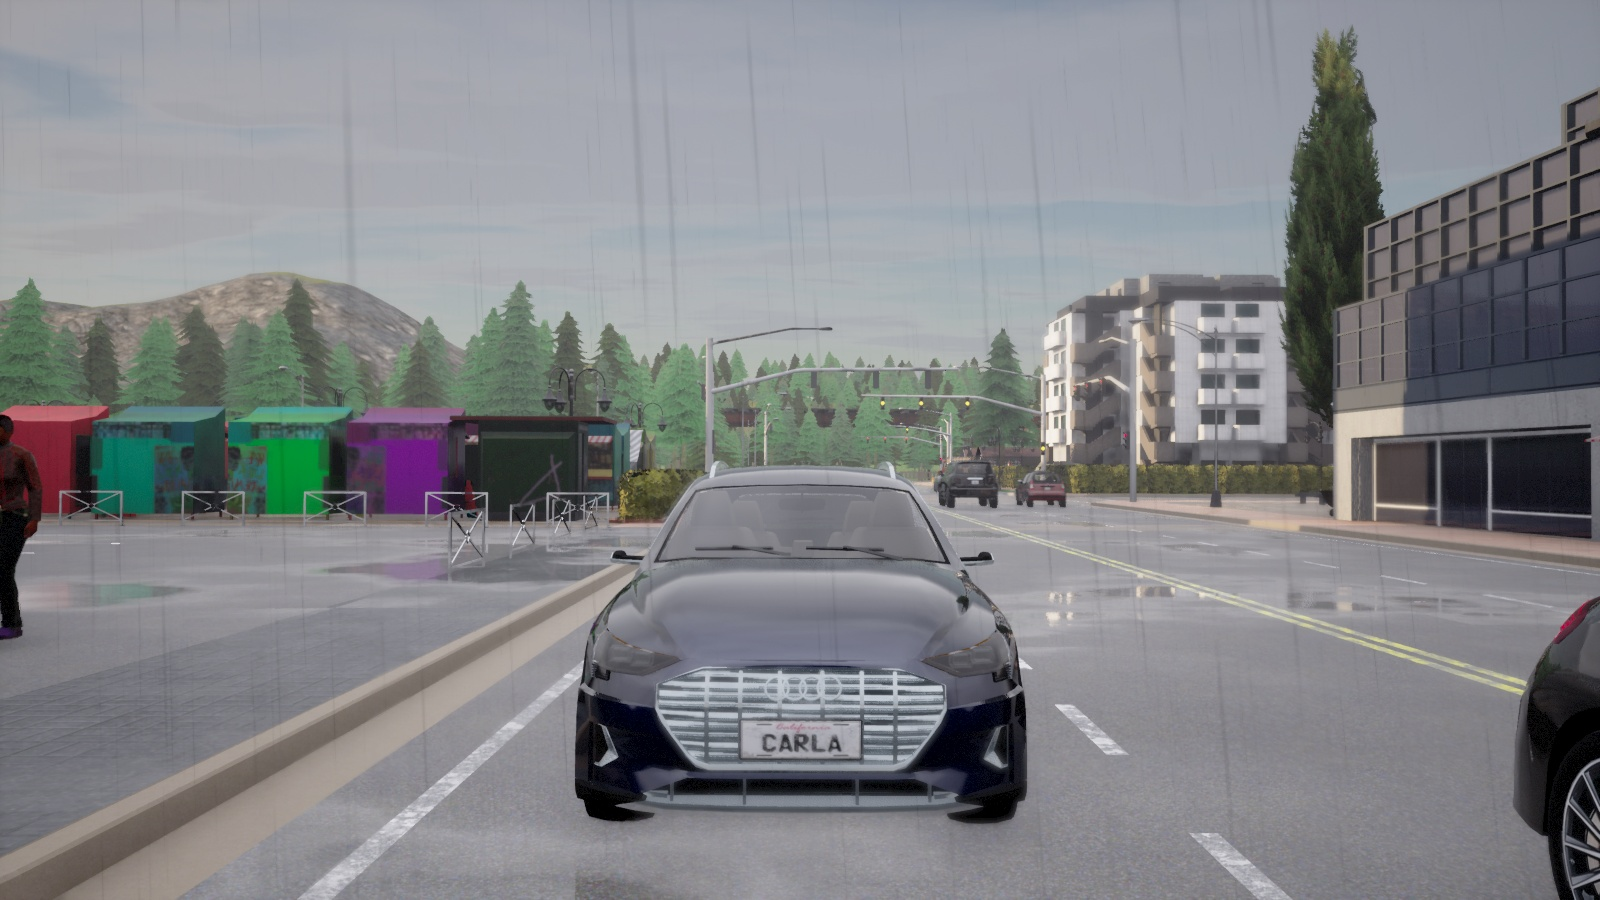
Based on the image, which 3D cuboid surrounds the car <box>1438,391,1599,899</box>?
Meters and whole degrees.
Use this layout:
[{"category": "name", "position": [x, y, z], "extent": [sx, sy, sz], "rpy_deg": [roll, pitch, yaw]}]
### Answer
[{"category": "car", "position": [3.494, 0.617, 2.241], "extent": [2.152, 1.651, 5.027], "rpy_deg": [0, -1, 0]}]

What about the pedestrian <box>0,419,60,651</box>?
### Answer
[{"category": "pedestrian", "position": [-6.376, 0.667, 10.087], "extent": [0.328, 1.805, 0.869], "rpy_deg": [0, -1, 1]}]

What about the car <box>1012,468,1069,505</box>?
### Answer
[{"category": "car", "position": [10.924, 1.628, 57.221], "extent": [1.851, 1.617, 3.988], "rpy_deg": [0, -1, 0]}]

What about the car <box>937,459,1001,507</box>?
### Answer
[{"category": "car", "position": [7.410, 1.435, 55.608], "extent": [2.150, 2.045, 5.566], "rpy_deg": [0, -1, 0]}]

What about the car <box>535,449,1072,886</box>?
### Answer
[{"category": "car", "position": [0.019, 0.865, 7.197], "extent": [2.033, 1.649, 4.856], "rpy_deg": [0, -1, 0]}]
